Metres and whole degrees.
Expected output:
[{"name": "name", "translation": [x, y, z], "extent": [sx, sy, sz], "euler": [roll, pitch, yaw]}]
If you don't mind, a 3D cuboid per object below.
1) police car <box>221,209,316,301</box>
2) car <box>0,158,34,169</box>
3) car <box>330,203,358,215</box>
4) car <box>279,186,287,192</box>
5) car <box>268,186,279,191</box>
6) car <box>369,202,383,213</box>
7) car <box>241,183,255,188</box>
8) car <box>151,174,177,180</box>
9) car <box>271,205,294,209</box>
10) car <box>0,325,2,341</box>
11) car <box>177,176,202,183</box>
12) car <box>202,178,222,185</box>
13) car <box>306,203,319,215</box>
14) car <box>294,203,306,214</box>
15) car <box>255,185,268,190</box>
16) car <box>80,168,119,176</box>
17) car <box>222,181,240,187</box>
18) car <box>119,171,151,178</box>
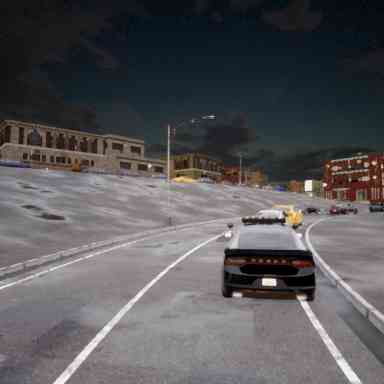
[{"name": "police car", "translation": [1.855, 1.457, 8.623], "extent": [1.930, 1.638, 5.238], "euler": [-1, 0, 10]}, {"name": "car", "translation": [-22.140, -3.296, 41.358], "extent": [4.553, 1.767, 2.185], "euler": [3, -5, -40]}, {"name": "car", "translation": [18.841, 2.075, 41.349], "extent": [4.674, 1.442, 1.812], "euler": [1, -4, -40]}, {"name": "car", "translation": [21.735, -0.427, 83.485], "extent": [2.435, 2.045, 5.566], "euler": [-3, -6, 40]}, {"name": "car", "translation": [18.093, -0.651, 79.222], "extent": [2.185, 1.767, 4.553], "euler": [-4, -6, 41]}, {"name": "car", "translation": [27.916, 2.255, 49.009], "extent": [4.902, 1.511, 2.128], "euler": [2, -4, -39]}, {"name": "car", "translation": [10.673, -1.096, 71.035], "extent": [2.002, 1.452, 4.674], "euler": [-4, -6, 44]}, {"name": "car", "translation": [-5.333, -2.211, 55.528], "extent": [4.674, 1.452, 2.002], "euler": [4, -5, -41]}, {"name": "car", "translation": [4.256, 1.641, 17.747], "extent": [1.812, 1.442, 4.674], "euler": [-1, -1, 19]}, {"name": "car", "translation": [-3.309, 1.491, 1.894], "extent": [1.882, 1.535, 5.008], "euler": [0, 0, 3]}, {"name": "car", "translation": [-1.229, -1.983, 59.255], "extent": [5.008, 1.535, 2.097], "euler": [4, -6, -42]}, {"name": "car", "translation": [2.777, -1.835, 63.058], "extent": [4.553, 1.767, 2.185], "euler": [4, -6, -43]}, {"name": "car", "translation": [14.293, 2.177, 41.888], "extent": [2.128, 1.511, 4.902], "euler": [-4, -4, 45]}, {"name": "car", "translation": [6.433, 1.663, 23.046], "extent": [1.882, 1.535, 5.008], "euler": [-2, -2, 25]}, {"name": "car", "translation": [14.357, -0.848, 75.005], "extent": [2.231, 1.521, 4.892], "euler": [-4, -6, 43]}, {"name": "car", "translation": [-13.745, -2.737, 48.355], "extent": [4.892, 1.521, 2.231], "euler": [3, -5, -40]}, {"name": "car", "translation": [6.836, -1.391, 67.078], "extent": [4.792, 1.488, 2.163], "euler": [4, -6, -45]}, {"name": "car", "translation": [-9.516, -2.506, 51.895], "extent": [4.892, 1.521, 2.231], "euler": [3, -5, -40]}]
